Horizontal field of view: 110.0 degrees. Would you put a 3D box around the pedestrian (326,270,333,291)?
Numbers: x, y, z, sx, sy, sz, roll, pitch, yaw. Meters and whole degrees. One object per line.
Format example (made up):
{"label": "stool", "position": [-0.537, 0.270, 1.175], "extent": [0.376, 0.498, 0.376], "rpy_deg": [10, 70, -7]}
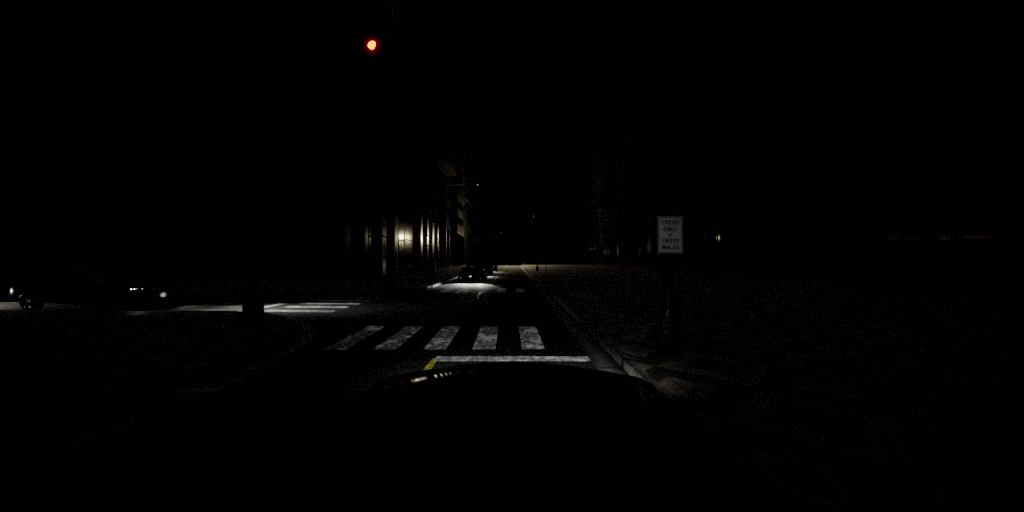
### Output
{"label": "pedestrian", "position": [-9.970, 0.972, 19.612], "extent": [0.375, 1.860, 0.375], "rpy_deg": [0, -1, 0]}

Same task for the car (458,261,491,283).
{"label": "car", "position": [-3.036, 1.325, 28.430], "extent": [1.994, 1.385, 4.181], "rpy_deg": [0, 0, 1]}

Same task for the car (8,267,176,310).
{"label": "car", "position": [-15.464, 1.177, 13.390], "extent": [4.902, 1.511, 2.128], "rpy_deg": [0, -1, 0]}

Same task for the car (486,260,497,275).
{"label": "car", "position": [-3.022, 1.332, 38.976], "extent": [2.033, 1.411, 5.357], "rpy_deg": [0, 0, 0]}
